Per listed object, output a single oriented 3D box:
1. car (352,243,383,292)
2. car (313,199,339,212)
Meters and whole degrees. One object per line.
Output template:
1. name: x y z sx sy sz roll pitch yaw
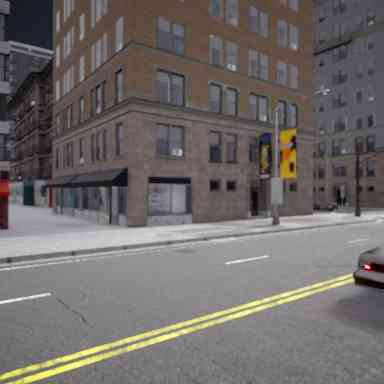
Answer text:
1. car: 5.892 1.549 7.847 5.357 1.411 2.033 0 0 -37
2. car: 14.185 1.534 38.665 2.033 1.411 5.357 0 0 -36
